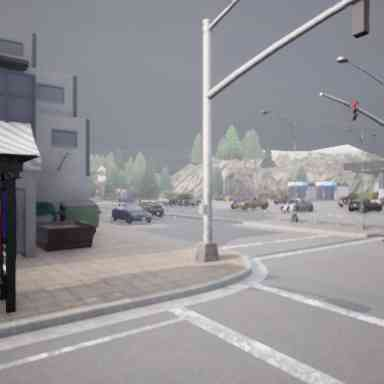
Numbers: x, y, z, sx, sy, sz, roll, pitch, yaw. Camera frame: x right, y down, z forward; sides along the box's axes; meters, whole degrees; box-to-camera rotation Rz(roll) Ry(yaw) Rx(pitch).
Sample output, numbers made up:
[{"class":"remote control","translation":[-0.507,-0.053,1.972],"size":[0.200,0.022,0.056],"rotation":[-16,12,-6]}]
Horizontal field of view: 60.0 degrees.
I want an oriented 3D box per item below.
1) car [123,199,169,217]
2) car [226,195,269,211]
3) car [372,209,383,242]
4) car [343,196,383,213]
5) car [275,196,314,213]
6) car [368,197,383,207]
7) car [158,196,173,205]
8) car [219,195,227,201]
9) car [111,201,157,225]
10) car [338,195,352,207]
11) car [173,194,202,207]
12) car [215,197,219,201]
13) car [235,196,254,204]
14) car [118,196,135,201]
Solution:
[{"class":"car","translation":[-4.593,1.720,32.441],"size":[1.837,1.490,4.892],"rotation":[1,-1,-38]},{"class":"car","translation":[7.052,1.349,40.246],"size":[5.027,1.636,2.152],"rotation":[0,0,-36]},{"class":"car","translation":[10.601,1.595,13.818],"size":[4.902,1.511,2.128],"rotation":[-1,1,-1]},{"class":"car","translation":[18.923,1.495,36.369],"size":[4.514,1.523,2.007],"rotation":[0,0,-36]},{"class":"car","translation":[11.062,1.428,35.226],"size":[3.806,1.475,1.970],"rotation":[0,0,-36]},{"class":"car","translation":[29.858,1.560,52.832],"size":[3.806,1.475,1.970],"rotation":[0,0,-36]},{"class":"car","translation":[-2.451,1.293,52.750],"size":[4.605,1.855,1.932],"rotation":[0,0,-36]},{"class":"car","translation":[9.811,1.530,80.611],"size":[5.027,1.636,2.152],"rotation":[0,0,-36]},{"class":"car","translation":[-4.908,1.704,26.481],"size":[1.812,1.442,4.674],"rotation":[0,0,-36]},{"class":"car","translation":[22.996,1.295,47.849],"size":[4.605,1.855,1.932],"rotation":[0,0,-36]},{"class":"car","translation":[-0.420,1.273,50.632],"size":[3.866,1.878,1.905],"rotation":[0,0,-36]},{"class":"car","translation":[7.936,1.539,83.127],"size":[4.514,1.523,2.007],"rotation":[0,0,-36]},{"class":"car","translation":[10.499,1.518,66.514],"size":[3.633,1.501,1.845],"rotation":[0,0,-36]},{"class":"car","translation":[-13.192,1.570,67.916],"size":[3.633,1.501,1.845],"rotation":[0,0,-36]}]
